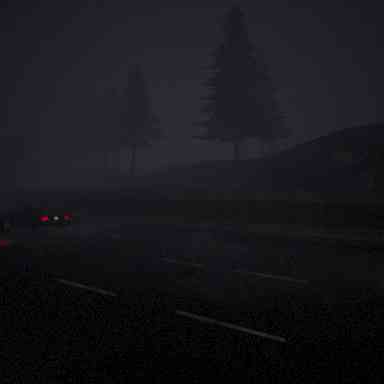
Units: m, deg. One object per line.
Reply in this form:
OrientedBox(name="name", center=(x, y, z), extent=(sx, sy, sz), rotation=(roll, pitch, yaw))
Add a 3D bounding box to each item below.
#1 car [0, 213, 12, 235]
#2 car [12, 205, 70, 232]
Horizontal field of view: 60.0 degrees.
OrientedBox(name="car", center=(-11.548, 1.430, 17.306), extent=(5.008, 1.535, 1.882), rotation=(0, 0, 40))
OrientedBox(name="car", center=(-9.407, 1.501, 20.035), extent=(5.357, 1.411, 2.033), rotation=(0, 0, 41))
